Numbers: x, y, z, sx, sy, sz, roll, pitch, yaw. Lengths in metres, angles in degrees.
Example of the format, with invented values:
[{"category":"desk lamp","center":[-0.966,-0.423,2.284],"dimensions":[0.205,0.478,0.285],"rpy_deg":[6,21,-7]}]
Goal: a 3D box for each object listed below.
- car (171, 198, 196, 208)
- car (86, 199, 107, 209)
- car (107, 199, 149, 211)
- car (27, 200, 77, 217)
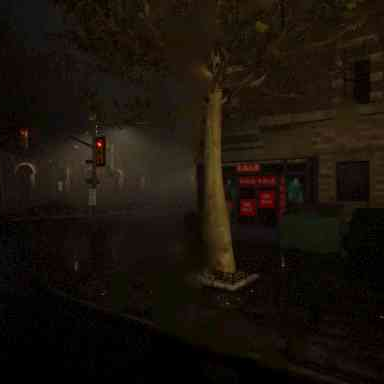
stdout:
[{"category":"car","center":[-1.409,1.547,48.311],"dimensions":[2.033,1.411,5.357],"rpy_deg":[0,0,36]},{"category":"car","center":[-11.959,1.595,45.174],"dimensions":[1.895,1.301,4.718],"rpy_deg":[0,0,36]},{"category":"car","center":[-7.481,1.601,40.033],"dimensions":[1.895,1.301,4.718],"rpy_deg":[0,0,36]},{"category":"car","center":[-13.376,1.526,31.956],"dimensions":[1.812,1.442,4.674],"rpy_deg":[0,0,36]}]
